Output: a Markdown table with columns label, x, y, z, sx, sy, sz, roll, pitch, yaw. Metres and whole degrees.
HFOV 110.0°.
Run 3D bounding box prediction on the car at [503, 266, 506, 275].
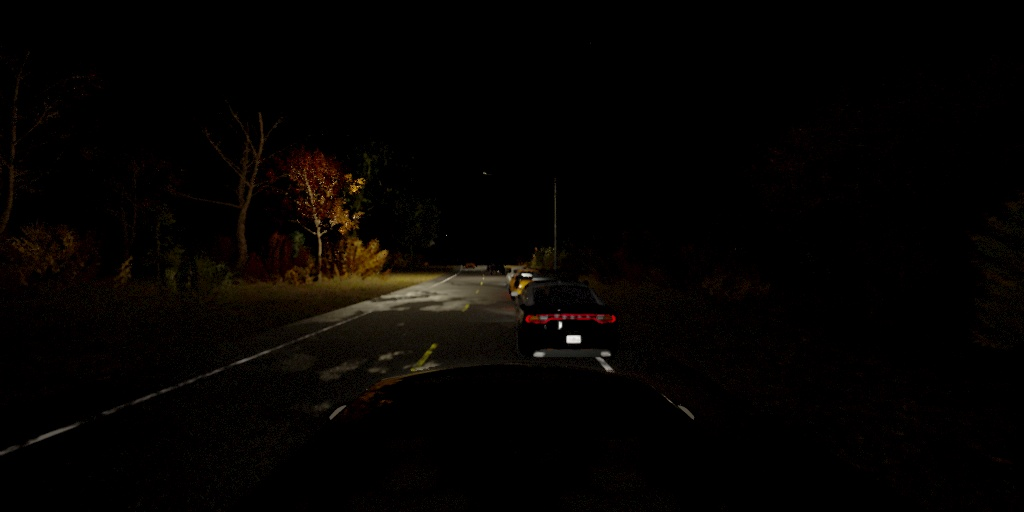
| label | x | y | z | sx | sy | sz | roll | pitch | yaw |
| --- | --- | --- | --- | --- | --- | --- | --- | --- | --- |
| car | 0.561 | 1.485 | 24.674 | 1.812 | 1.442 | 4.674 | 0 | -1 | -3 |

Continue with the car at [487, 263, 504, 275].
| label | x | y | z | sx | sy | sz | roll | pitch | yaw |
| --- | --- | --- | --- | --- | --- | --- | --- | --- | --- |
| car | -1.922 | 1.670 | 46.692 | 1.837 | 1.490 | 4.892 | 0 | 0 | -5 |

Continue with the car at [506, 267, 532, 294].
| label | x | y | z | sx | sy | sz | roll | pitch | yaw |
| --- | --- | --- | --- | --- | --- | --- | --- | --- | --- |
| car | 0.789 | 1.364 | 18.835 | 1.801 | 1.575 | 5.366 | 0 | -1 | -2 |

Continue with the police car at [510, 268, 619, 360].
| label | x | y | z | sx | sy | sz | roll | pitch | yaw |
| --- | --- | --- | --- | --- | --- | --- | --- | --- | --- |
| police car | 1.020 | 1.240 | 8.702 | 1.930 | 1.638 | 5.238 | 0 | -1 | -1 |

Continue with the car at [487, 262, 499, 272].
| label | x | y | z | sx | sy | sz | roll | pitch | yaw |
| --- | --- | --- | --- | --- | --- | --- | --- | --- | --- |
| car | -3.175 | 1.799 | 58.920 | 1.812 | 1.442 | 4.674 | 0 | 0 | -6 |
